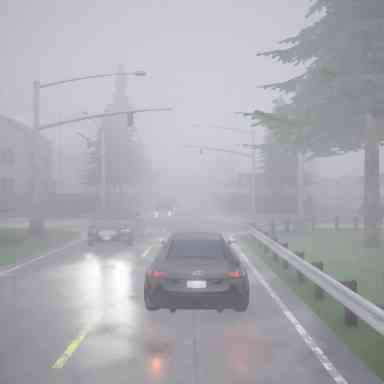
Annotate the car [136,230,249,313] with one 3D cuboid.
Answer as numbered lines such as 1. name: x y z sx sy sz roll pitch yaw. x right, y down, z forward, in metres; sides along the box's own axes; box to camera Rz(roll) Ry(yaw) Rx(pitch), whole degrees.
1. car: 0.101 1.564 7.755 1.994 1.385 4.181 0 0 1

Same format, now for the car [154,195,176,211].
1. car: -3.395 1.478 41.605 1.882 1.535 5.008 0 0 0

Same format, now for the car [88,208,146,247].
1. car: -3.245 1.489 15.135 2.128 1.511 4.902 0 0 0

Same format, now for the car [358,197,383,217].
1. car: 16.087 1.206 26.047 5.566 2.045 2.150 0 0 1

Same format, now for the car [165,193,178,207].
1. car: -3.340 1.221 52.262 2.150 2.045 5.566 0 0 0
